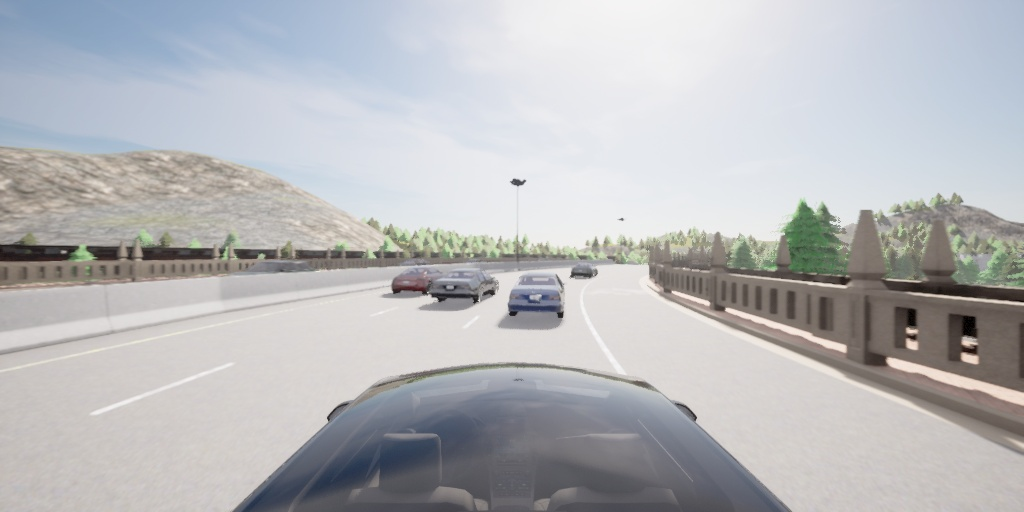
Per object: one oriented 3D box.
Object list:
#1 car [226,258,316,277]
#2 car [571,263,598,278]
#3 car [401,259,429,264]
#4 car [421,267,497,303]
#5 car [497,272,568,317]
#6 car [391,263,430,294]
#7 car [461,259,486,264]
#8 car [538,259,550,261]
[{"bbox_3d":[-12.369,1.022,18.561,2.097,1.767,4.553,0,0,10],"label":"car"},{"bbox_3d":[6.977,1.316,34.341,1.994,1.385,4.181,0,0,22],"label":"car"},{"bbox_3d":[-11.972,1.140,43.867,2.128,1.511,4.902,0,0,24],"label":"car"},{"bbox_3d":[-1.983,1.272,16.504,2.033,1.411,5.357,0,0,10],"label":"car"},{"bbox_3d":[1.036,1.291,13.258,2.033,1.411,5.357,0,0,8],"label":"car"},{"bbox_3d":[-4.855,1.271,19.684,1.994,1.385,4.181,0,0,11],"label":"car"},{"bbox_3d":[-5.347,1.181,49.624,1.837,1.490,4.892,0,0,28],"label":"car"},{"bbox_3d":[5.079,1.250,60.649,1.837,1.490,4.892,0,0,31],"label":"car"}]
